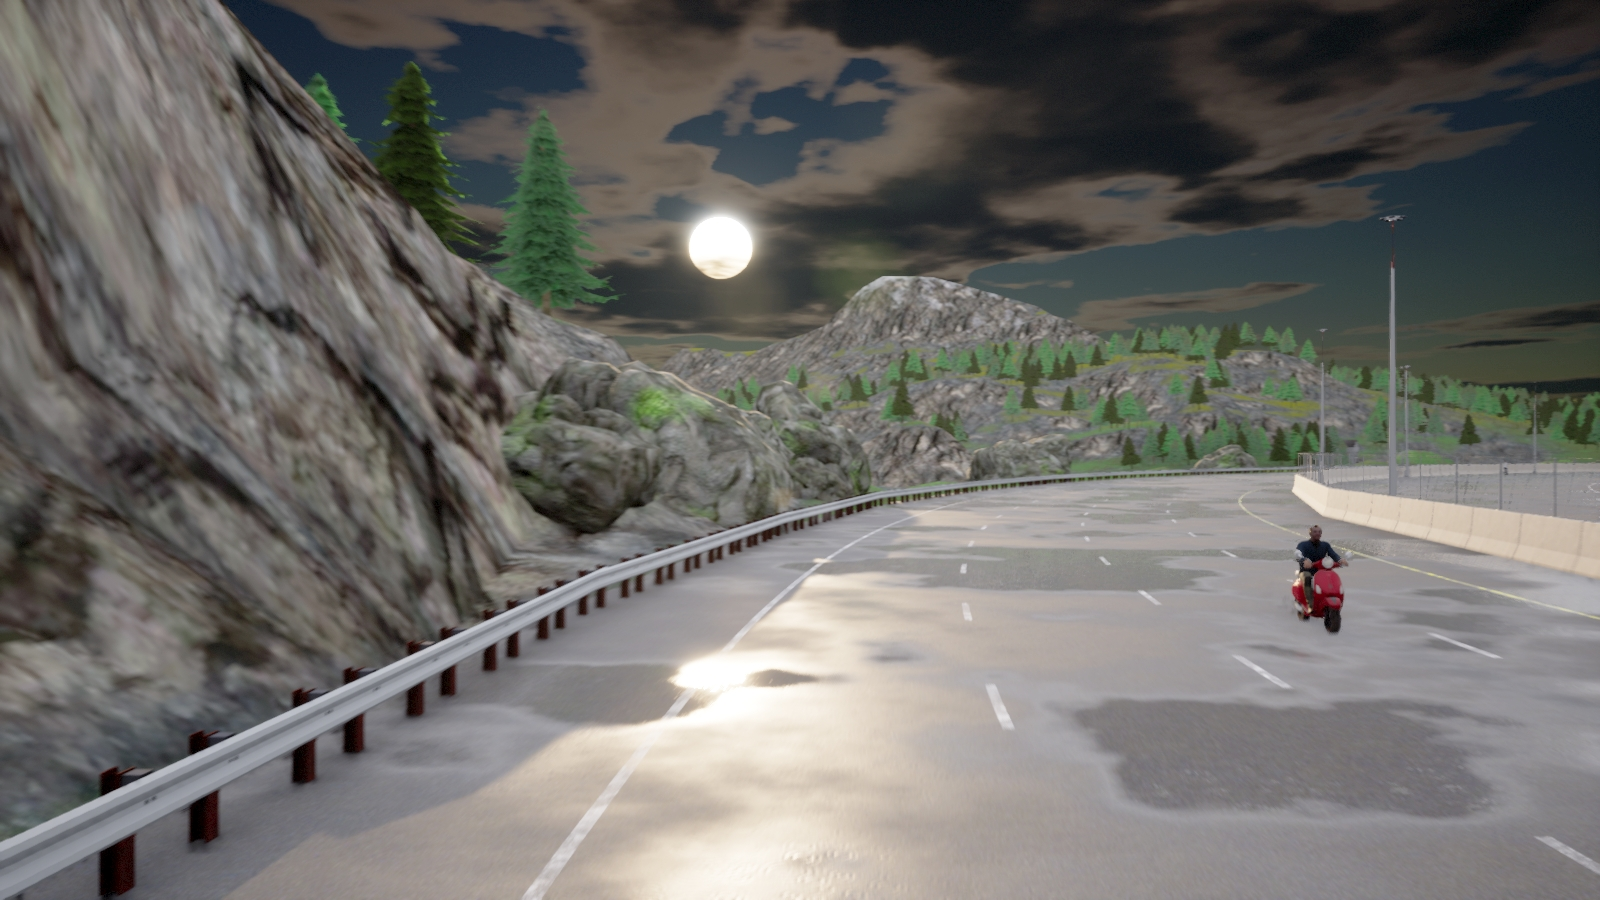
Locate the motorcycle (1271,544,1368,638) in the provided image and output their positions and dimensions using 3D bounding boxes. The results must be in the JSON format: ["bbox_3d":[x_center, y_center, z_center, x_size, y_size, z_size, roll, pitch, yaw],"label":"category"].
[{"bbox_3d":[8.205,2.196,18.132,0.856,1.236,1.805,1,0,6],"label":"motorcycle"}]
